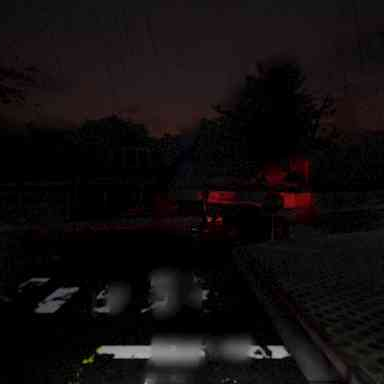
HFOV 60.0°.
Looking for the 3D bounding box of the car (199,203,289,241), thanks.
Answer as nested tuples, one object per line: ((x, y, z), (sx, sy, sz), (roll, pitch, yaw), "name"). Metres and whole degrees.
((2.713, 1.368, 16.857), (4.553, 1.767, 2.097), (0, 3, -27), "car")
